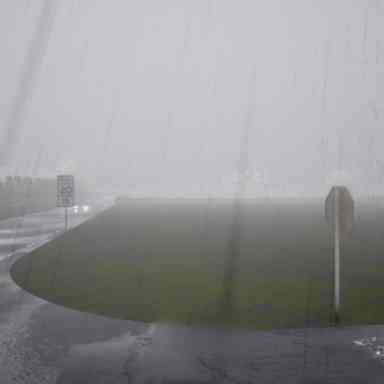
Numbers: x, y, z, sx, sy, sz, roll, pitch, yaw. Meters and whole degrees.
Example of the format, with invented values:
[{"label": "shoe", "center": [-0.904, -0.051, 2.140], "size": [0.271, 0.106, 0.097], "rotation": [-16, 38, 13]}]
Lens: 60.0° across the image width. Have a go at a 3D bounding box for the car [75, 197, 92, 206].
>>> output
[{"label": "car", "center": [-16.407, 1.339, 50.373], "size": [1.895, 1.301, 4.718], "rotation": [0, 0, -9]}]
